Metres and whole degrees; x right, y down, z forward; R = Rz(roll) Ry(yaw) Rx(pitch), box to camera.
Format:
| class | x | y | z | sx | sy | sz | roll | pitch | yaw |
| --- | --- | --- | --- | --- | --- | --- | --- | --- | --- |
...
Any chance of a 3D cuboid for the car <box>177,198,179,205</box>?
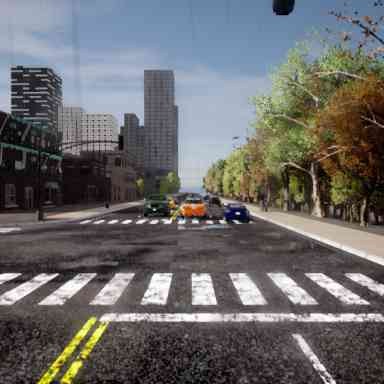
| class | x | y | z | sx | sy | sz | roll | pitch | yaw |
| --- | --- | --- | --- | --- | --- | --- | --- | --- | --- |
| car | -3.234 | 1.525 | 57.647 | 2.033 | 1.411 | 5.357 | 0 | 0 | 0 |

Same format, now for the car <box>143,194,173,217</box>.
| class | x | y | z | sx | sy | sz | roll | pitch | yaw |
| --- | --- | --- | --- | --- | --- | --- | --- | --- | --- |
| car | -3.296 | 1.211 | 32.094 | 2.150 | 2.045 | 5.566 | 0 | 0 | 0 |

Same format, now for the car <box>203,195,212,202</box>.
| class | x | y | z | sx | sy | sz | roll | pitch | yaw |
| --- | --- | --- | --- | --- | --- | --- | --- | --- | --- |
| car | 3.356 | 1.469 | 73.117 | 1.837 | 1.490 | 4.892 | 0 | 0 | 0 |

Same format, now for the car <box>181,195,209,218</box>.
| class | x | y | z | sx | sy | sz | roll | pitch | yaw |
| --- | --- | --- | --- | --- | --- | --- | --- | --- | --- |
| car | 0.144 | 1.341 | 29.728 | 2.097 | 1.767 | 4.553 | 0 | 0 | 0 |

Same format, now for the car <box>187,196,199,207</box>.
| class | x | y | z | sx | sy | sz | roll | pitch | yaw |
| --- | --- | --- | --- | --- | --- | --- | --- | --- | --- |
| car | 0.178 | 1.457 | 53.445 | 1.882 | 1.535 | 5.008 | 0 | 0 | 0 |

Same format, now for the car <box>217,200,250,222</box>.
| class | x | y | z | sx | sy | sz | roll | pitch | yaw |
| --- | --- | --- | --- | --- | --- | --- | --- | --- | --- |
| car | 3.388 | 1.556 | 26.534 | 1.994 | 1.385 | 4.181 | 0 | 0 | 0 |

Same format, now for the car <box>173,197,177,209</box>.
| class | x | y | z | sx | sy | sz | roll | pitch | yaw |
| --- | --- | --- | --- | --- | --- | --- | --- | --- | --- |
| car | -3.276 | 1.462 | 42.541 | 1.882 | 1.535 | 5.008 | 0 | 0 | 0 |

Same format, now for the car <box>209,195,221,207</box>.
| class | x | y | z | sx | sy | sz | roll | pitch | yaw |
| --- | --- | --- | --- | --- | --- | --- | --- | --- | --- |
| car | 3.424 | 1.485 | 51.312 | 1.837 | 1.490 | 4.892 | 0 | 0 | 0 |
